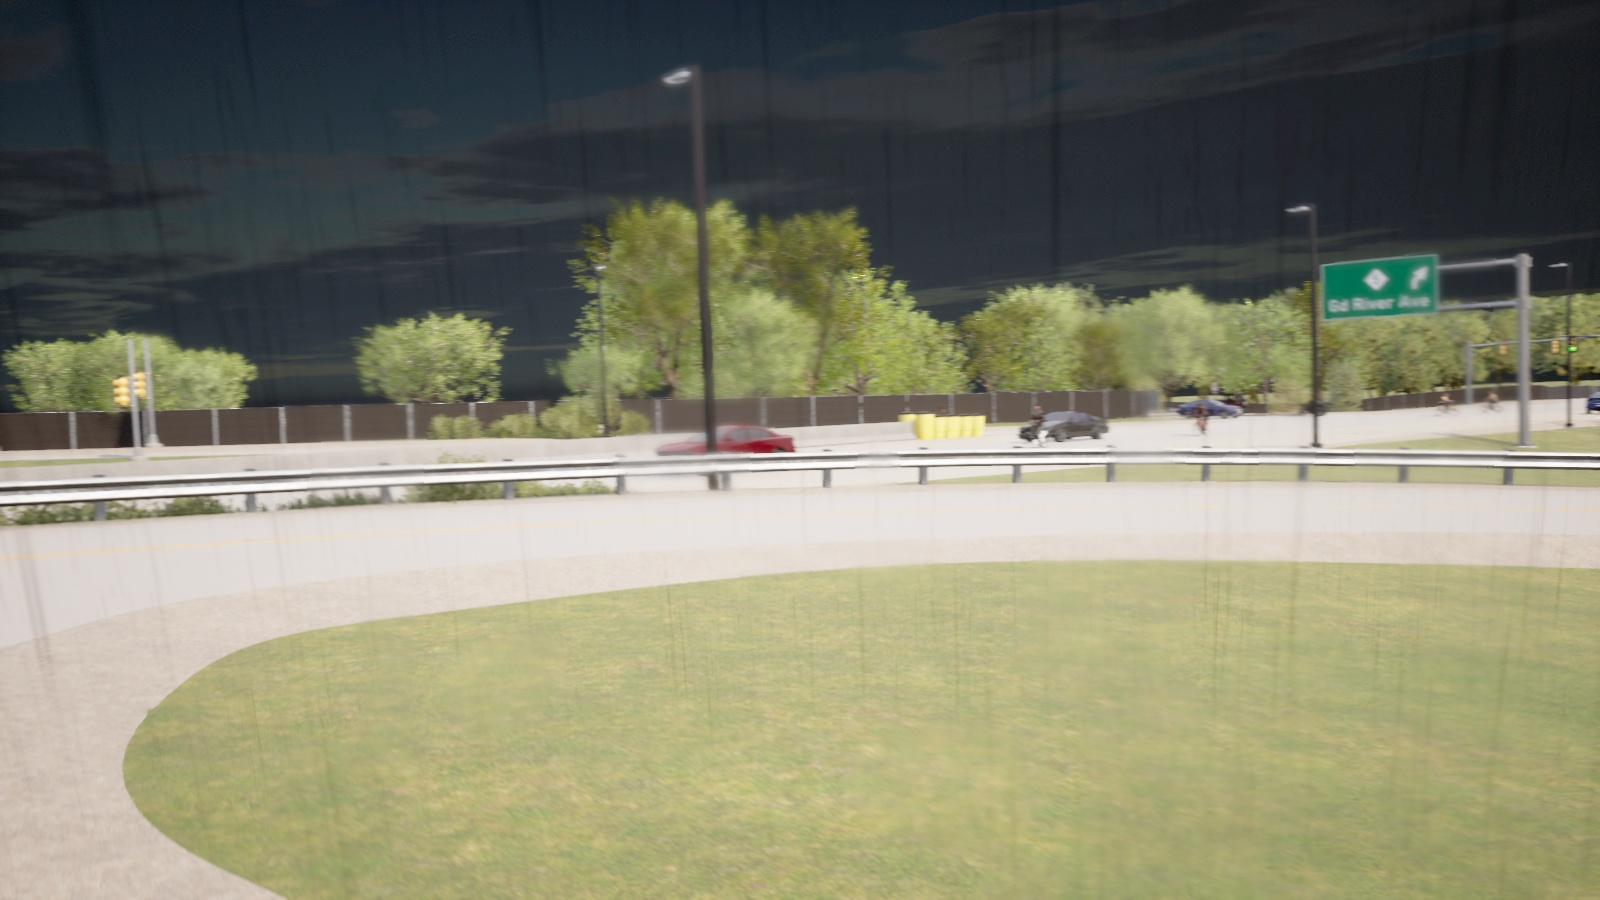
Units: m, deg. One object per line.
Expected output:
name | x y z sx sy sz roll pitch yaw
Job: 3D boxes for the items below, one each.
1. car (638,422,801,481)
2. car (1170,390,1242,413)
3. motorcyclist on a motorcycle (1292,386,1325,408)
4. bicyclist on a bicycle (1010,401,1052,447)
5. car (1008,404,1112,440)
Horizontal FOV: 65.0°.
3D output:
car | -2.455 0.012 39.452 5.008 1.535 1.882 -5 3 -44
car | 29.908 -3.565 92.615 1.812 1.442 4.674 -5 4 -44
motorcyclist on a motorcycle | 36.621 -3.785 90.377 0.797 1.523 2.044 -5 4 -38
bicyclist on a bicycle | 9.375 -1.071 50.936 1.843 1.776 0.659 -4 3 -44
car | 12.177 -1.328 58.533 5.357 1.411 2.033 -5 3 -44
